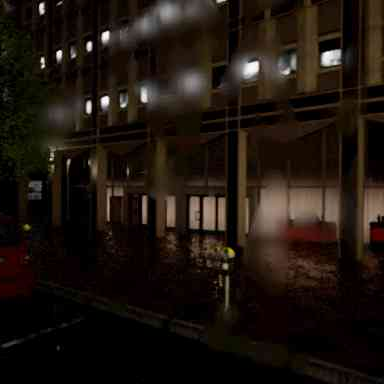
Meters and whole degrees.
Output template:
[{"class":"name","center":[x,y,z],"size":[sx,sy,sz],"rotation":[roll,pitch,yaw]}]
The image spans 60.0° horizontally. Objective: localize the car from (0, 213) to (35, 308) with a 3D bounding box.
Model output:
[{"class":"car","center":[-5.087,1.274,6.490],"size":[5.009,1.841,2.192],"rotation":[0,1,35]}]
